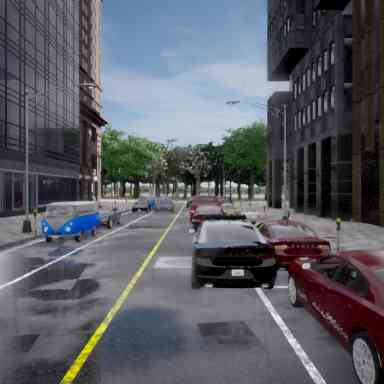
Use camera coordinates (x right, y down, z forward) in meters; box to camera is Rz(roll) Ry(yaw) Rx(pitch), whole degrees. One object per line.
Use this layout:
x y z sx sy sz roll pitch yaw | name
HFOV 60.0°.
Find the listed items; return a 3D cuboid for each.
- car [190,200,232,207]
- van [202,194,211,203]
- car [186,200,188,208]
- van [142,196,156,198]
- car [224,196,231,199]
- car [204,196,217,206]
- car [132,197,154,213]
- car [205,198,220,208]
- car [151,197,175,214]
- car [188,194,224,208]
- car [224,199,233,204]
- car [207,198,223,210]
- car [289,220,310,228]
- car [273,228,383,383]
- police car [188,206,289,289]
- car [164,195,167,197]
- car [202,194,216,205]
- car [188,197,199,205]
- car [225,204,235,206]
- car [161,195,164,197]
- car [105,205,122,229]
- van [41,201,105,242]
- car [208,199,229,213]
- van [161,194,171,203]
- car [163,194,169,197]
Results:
0.971 1.479 19.191 1.882 1.535 5.008 0 0 0 | car
3.028 1.363 70.293 1.690 1.788 3.998 0 0 0 | van
0.194 1.500 47.149 2.128 1.511 4.902 0 0 1 | car
-5.601 1.347 43.138 1.690 1.788 3.998 0 0 0 | van
2.882 1.318 32.230 2.192 1.841 5.009 0 0 0 | car
2.966 1.452 53.980 1.967 1.590 4.097 0 0 0 | car
-5.621 1.570 37.700 1.947 1.339 4.313 0 0 0 | car
2.945 1.554 48.543 1.887 1.381 4.507 0 0 0 | car
-2.865 1.568 35.731 1.994 1.385 4.181 0 0 0 | car
0.958 1.224 25.219 2.150 2.045 5.566 0 0 0 | car
2.863 1.527 26.962 1.752 1.417 4.829 0 0 0 | car
2.925 1.532 43.275 1.752 1.417 4.829 0 0 0 | car
2.800 1.545 10.480 1.887 1.381 4.507 0 0 0 | car
2.779 1.545 5.042 1.887 1.381 4.507 0 0 0 | car
0.933 1.426 9.301 1.930 1.638 5.238 0 0 0 | police car
-5.559 1.577 54.012 1.947 1.339 4.313 0 0 0 | car
2.986 1.330 59.418 2.192 1.841 5.009 0 0 0 | car
0.229 1.579 60.382 1.994 1.385 4.181 0 0 0 | car
2.821 1.526 16.087 1.752 1.417 4.829 0 0 0 | car
-5.581 1.534 48.405 1.752 1.417 4.829 0 0 0 | car
-5.684 1.552 21.387 2.008 1.369 4.403 0 0 0 | car
-5.705 1.341 15.950 1.690 1.788 3.998 0 0 0 | van
2.904 1.555 37.667 2.008 1.369 4.403 0 0 0 | car
-5.497 1.363 70.325 1.690 1.788 3.998 0 0 0 | van
-5.539 1.540 59.280 1.752 1.417 4.829 0 0 0 | car
